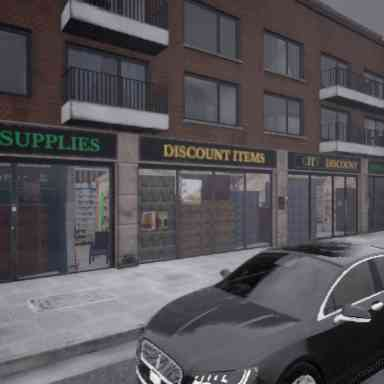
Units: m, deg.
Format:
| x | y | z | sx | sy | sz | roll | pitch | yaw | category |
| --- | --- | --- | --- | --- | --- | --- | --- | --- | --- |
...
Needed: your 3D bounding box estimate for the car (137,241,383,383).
| x | y | z | sx | sy | sz | roll | pitch | yaw | category |
| --- | --- | --- | --- | --- | --- | --- | --- | --- | --- |
| 1.643 | 1.504 | 4.517 | 4.892 | 1.490 | 1.837 | 0 | 0 | -35 | car |
